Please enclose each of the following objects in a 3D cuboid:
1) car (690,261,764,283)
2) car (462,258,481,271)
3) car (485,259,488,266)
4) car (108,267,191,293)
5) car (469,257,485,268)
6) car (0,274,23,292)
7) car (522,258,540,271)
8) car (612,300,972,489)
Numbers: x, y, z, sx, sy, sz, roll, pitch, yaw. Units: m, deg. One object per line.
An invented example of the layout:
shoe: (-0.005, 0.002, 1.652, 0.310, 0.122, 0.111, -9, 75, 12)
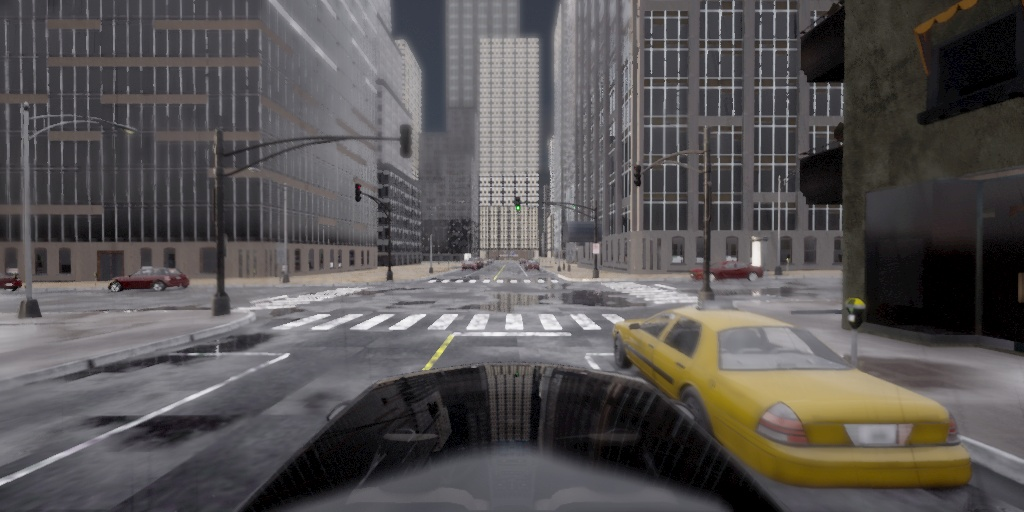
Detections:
car: (14.262, 1.003, 23.909, 4.507, 1.381, 1.888, 0, 0, 0)
car: (-5.692, 1.288, 48.294, 1.888, 1.381, 4.507, 0, 0, 0)
car: (-5.692, 1.058, 59.414, 2.192, 1.841, 5.009, 0, 0, 0)
car: (-23.835, 1.492, 23.589, 4.097, 1.591, 1.967, 0, 0, 0)
car: (-5.691, 1.058, 53.854, 2.192, 1.841, 5.009, 0, 0, 0)
car: (-35.134, 1.774, 23.503, 4.507, 1.381, 1.888, 0, 0, 0)
car: (2.689, 1.183, 48.293, 1.967, 1.591, 4.097, 0, 0, 0)
car: (2.689, 1.272, 4.937, 1.751, 1.417, 4.829, 0, 0, 0)
